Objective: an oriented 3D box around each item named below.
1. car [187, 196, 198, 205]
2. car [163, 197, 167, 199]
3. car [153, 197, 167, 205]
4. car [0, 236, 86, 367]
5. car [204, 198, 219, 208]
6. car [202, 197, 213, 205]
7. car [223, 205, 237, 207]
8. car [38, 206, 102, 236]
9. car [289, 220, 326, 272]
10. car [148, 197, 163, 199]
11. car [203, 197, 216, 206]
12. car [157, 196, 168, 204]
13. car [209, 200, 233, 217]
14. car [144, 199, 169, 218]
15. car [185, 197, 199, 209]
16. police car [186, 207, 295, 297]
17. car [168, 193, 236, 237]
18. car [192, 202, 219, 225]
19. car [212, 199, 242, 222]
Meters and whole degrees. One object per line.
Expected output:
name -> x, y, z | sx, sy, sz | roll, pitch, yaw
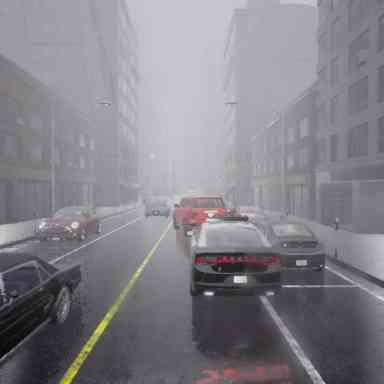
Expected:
car -> 0.014, 1.498, 59.493 | 1.882, 1.535, 5.008 | 0, 0, 0
car -> -5.760, 1.582, 54.595 | 1.947, 1.339, 4.313 | -1, 0, 0
car -> -5.759, 1.571, 60.100 | 2.008, 1.369, 4.403 | -1, 0, 0
car -> -3.106, 1.600, 4.358 | 1.895, 1.301, 4.718 | 0, 0, 0
car -> 2.764, 1.578, 49.088 | 1.947, 1.339, 4.313 | -1, 0, 0
car -> 2.766, 1.565, 60.098 | 1.887, 1.381, 4.507 | -1, 0, 0
car -> 2.756, 1.544, 16.057 | 1.887, 1.381, 4.507 | -1, 0, 0
car -> -5.771, 1.439, 16.059 | 1.967, 1.590, 4.097 | -1, 0, 0
car -> 2.754, 1.549, 10.551 | 2.008, 1.369, 4.403 | -1, 0, 0
car -> -5.763, 1.453, 49.090 | 1.967, 1.590, 4.097 | -1, 0, 0
car -> 2.765, 1.561, 54.593 | 1.887, 1.381, 4.507 | -1, 0, 0
car -> -5.758, 1.570, 65.606 | 1.887, 1.381, 4.507 | -1, 0, 0
car -> 2.760, 1.548, 32.572 | 1.887, 1.381, 4.507 | -1, 0, 0
car -> -2.993, 1.566, 29.549 | 1.994, 1.385, 4.181 | 0, 0, 0
car -> 0.030, 1.516, 46.849 | 1.837, 1.490, 4.892 | 0, 0, 1
police car -> 0.901, 1.424, 8.763 | 1.930, 1.638, 5.238 | 0, 0, 0
car -> 0.339, 1.210, 18.445 | 2.150, 2.045, 5.566 | -1, 0, -12
car -> 0.906, 1.527, 24.655 | 1.812, 1.442, 4.674 | 0, 0, 0
car -> 2.757, 1.442, 27.067 | 1.967, 1.590, 4.097 | -1, 0, 0
